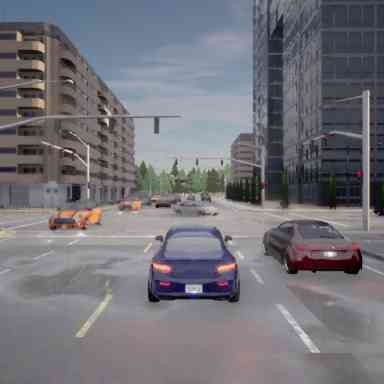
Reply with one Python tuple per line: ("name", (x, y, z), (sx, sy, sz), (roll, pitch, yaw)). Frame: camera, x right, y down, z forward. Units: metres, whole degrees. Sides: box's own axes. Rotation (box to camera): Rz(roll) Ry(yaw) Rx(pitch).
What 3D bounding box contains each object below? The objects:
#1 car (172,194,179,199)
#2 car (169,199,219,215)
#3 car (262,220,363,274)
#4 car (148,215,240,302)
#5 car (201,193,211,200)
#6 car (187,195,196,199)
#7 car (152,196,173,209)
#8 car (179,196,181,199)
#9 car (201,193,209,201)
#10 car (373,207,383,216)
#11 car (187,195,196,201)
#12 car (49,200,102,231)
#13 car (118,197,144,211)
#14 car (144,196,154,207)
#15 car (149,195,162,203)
("car", (-3.927, 1.477, 60.420), (1.882, 1.535, 5.008), (0, 0, 1))
("car", (0.315, 1.626, 31.100), (1.895, 1.301, 4.718), (0, 0, -42))
("car", (3.552, 1.564, 10.538), (1.994, 1.385, 4.181), (0, 0, 0))
("car", (0.044, 1.526, 8.114), (1.812, 1.442, 4.674), (0, 0, 0))
("car", (3.321, 1.355, 77.681), (2.097, 1.767, 4.553), (0, 0, 1))
("car", (-0.180, 1.540, 77.472), (2.033, 1.411, 5.357), (0, 0, 1))
("car", (-3.974, 1.601, 45.396), (1.895, 1.301, 4.718), (0, 0, -1))
("car", (-3.695, 1.350, 76.226), (2.097, 1.767, 4.553), (0, 0, 1))
("car", (3.427, 1.225, 87.844), (2.150, 2.045, 5.566), (0, 0, 1))
("car", (19.447, 1.656, 30.726), (4.718, 1.301, 1.895), (0, 0, 0))
("car", (-0.074, 1.525, 87.816), (2.128, 1.511, 4.902), (0, 0, 1))
("car", (-7.182, 1.374, 20.860), (2.097, 1.767, 4.553), (0, 0, -1))
("car", (-7.429, 1.362, 39.968), (2.097, 1.767, 4.553), (0, 0, -1))
("car", (-7.505, 1.491, 52.610), (2.128, 1.511, 4.902), (0, 0, 0))
("car", (-7.307, 1.478, 67.324), (1.882, 1.535, 5.008), (0, 0, 1))
